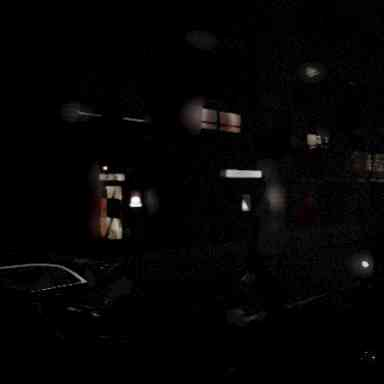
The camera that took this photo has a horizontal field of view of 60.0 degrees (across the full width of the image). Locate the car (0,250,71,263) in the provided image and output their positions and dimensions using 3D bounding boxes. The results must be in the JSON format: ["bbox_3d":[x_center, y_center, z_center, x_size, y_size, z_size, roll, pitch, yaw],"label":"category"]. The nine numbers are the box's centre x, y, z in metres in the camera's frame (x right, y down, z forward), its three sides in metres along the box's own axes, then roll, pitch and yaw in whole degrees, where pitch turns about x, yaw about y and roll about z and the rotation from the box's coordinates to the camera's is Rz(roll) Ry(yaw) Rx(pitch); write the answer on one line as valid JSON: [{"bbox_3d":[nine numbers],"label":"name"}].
[{"bbox_3d":[-2.956,1.551,4.456,4.403,1.369,2.008,-1,0,-35],"label":"car"}]

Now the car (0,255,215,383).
[{"bbox_3d":[-2.154,1.484,1.841,5.008,1.535,1.882,0,0,-36],"label":"car"}]

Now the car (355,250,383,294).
[{"bbox_3d":[5.694,1.537,7.438,4.718,1.301,1.895,0,0,-35],"label":"car"}]
